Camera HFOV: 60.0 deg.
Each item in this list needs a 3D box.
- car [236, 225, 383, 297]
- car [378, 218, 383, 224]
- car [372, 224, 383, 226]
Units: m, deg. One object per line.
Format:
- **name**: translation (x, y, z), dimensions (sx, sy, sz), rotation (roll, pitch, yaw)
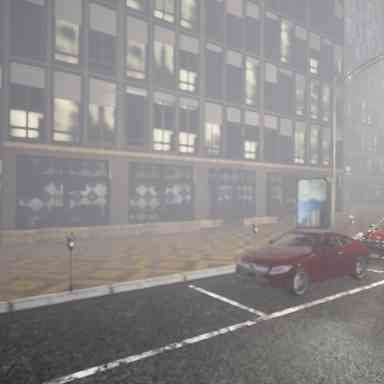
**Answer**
- **car**: translation (3.052, 1.658, 8.739), dimensions (4.206, 1.307, 1.802), rotation (1, -1, -36)
- **car**: translation (7.572, 1.574, 11.964), dimensions (4.097, 1.590, 1.967), rotation (1, -1, -36)
- **car**: translation (6.485, 1.592, 8.001), dimensions (4.902, 1.511, 2.128), rotation (1, 0, -35)
